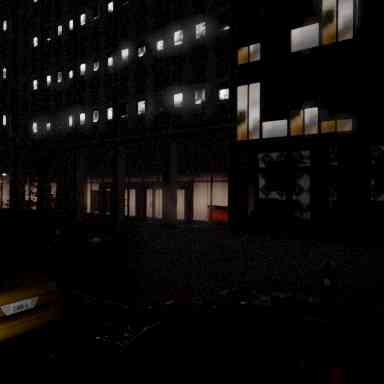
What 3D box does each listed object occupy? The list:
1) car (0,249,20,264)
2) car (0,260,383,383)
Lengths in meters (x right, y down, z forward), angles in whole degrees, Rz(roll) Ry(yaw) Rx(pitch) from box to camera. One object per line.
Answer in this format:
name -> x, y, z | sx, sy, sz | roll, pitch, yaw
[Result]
car -> -4.215, 1.524, 5.888 | 4.829, 1.417, 1.752 | 0, 1, 36
car -> 0.543, 1.440, 2.478 | 4.097, 1.590, 1.967 | 0, 1, 36
